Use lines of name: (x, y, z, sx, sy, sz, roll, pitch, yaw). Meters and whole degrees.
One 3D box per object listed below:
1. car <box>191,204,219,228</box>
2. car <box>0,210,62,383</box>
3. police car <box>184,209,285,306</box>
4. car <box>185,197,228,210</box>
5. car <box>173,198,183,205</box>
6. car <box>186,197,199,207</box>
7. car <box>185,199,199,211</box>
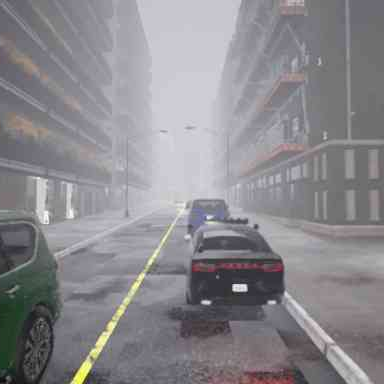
car: (0.852, 1.636, 24.235, 1.812, 1.442, 4.674, 0, 0, 0)
car: (-2.848, 1.232, 2.350, 2.150, 2.045, 5.566, 0, 0, 0)
police car: (0.834, 1.464, 8.338, 1.930, 1.638, 5.238, 0, 0, 0)
car: (0.845, 1.308, 18.265, 2.150, 2.045, 5.566, 0, 0, 0)
car: (-2.678, 1.854, 66.170, 2.033, 1.411, 5.357, 0, 0, 0)
car: (0.065, 1.767, 59.868, 2.128, 1.511, 4.902, 0, 0, 0)
car: (0.058, 1.712, 45.568, 1.837, 1.490, 4.892, 0, 0, 0)
